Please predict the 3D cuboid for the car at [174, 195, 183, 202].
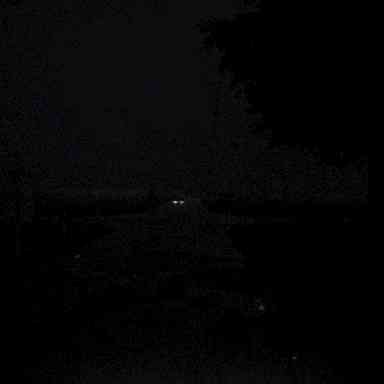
[{"bbox_3d":[-2.772,1.271,69.707,2.033,1.411,5.357,0,0,0],"label":"car"}]
